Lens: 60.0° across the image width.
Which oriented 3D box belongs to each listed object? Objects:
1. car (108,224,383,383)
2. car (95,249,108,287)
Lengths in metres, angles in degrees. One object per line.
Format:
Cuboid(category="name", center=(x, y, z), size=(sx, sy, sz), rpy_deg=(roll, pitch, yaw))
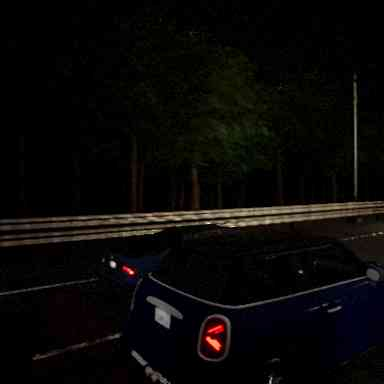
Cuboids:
Cuboid(category="car", center=(1.415, 1.347, 4.756), size=(4.553, 1.767, 2.097), rpy_deg=(0, 0, -35))
Cuboid(category="car", center=(0.406, 1.539, 8.336), size=(5.357, 1.411, 2.033), rpy_deg=(0, 0, -36))
